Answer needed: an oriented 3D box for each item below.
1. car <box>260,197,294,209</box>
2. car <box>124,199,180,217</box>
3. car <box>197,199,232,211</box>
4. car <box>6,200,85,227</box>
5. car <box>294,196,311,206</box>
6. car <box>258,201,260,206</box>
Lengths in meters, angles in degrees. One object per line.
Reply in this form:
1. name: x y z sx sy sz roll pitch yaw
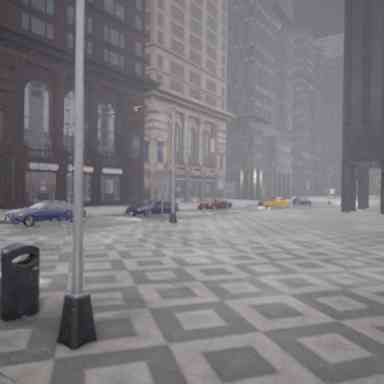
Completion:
1. car: 10.979 1.344 42.921 1.882 1.535 5.008 1 0 36
2. car: -3.260 1.307 28.557 2.033 1.411 5.357 1 0 36
3. car: 2.531 1.391 36.576 1.895 1.301 4.718 1 0 36
4. car: -8.951 1.253 20.662 1.812 1.442 4.674 1 0 37
5. car: 16.860 1.420 51.151 1.812 1.442 4.674 1 0 36
6. car: 11.501 1.404 48.850 2.033 1.411 5.357 1 0 36
